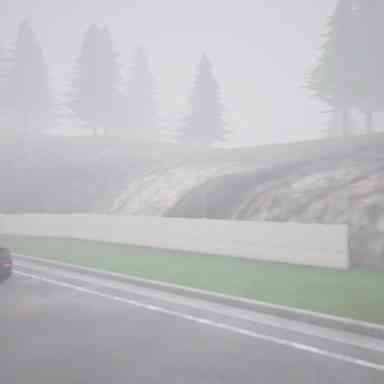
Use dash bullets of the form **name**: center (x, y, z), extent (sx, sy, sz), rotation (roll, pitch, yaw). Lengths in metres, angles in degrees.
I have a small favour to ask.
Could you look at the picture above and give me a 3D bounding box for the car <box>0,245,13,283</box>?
- **car**: center (-6.502, 1.657, 8.754), extent (4.674, 1.442, 1.812), rotation (-1, -1, 36)
